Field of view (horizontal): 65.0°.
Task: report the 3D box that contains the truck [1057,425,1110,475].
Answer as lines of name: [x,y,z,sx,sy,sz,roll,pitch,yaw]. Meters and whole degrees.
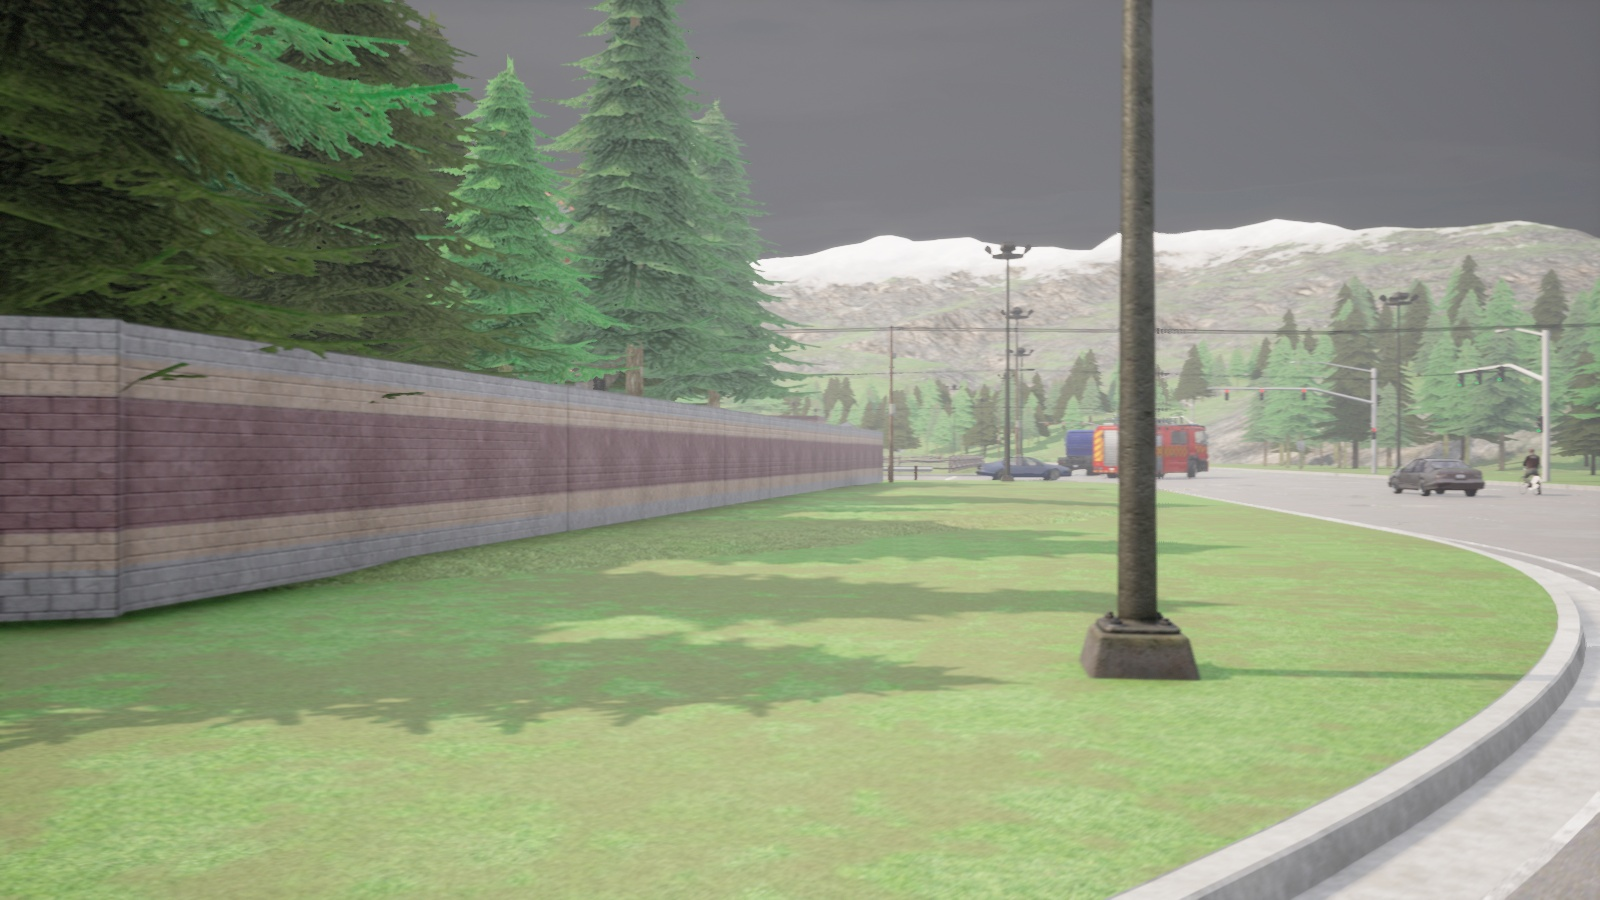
truck: [20.838,0.036,91.991,2.891,3.462,7.936,-1,0,19]

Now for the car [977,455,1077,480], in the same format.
car: [13.046,1.014,72.395,5.357,1.411,2.033,0,0,-2]

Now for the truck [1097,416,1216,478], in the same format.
truck: [23.017,-0.197,80.762,8.468,3.827,2.891,0,0,-38]

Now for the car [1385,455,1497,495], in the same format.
car: [23.706,0.890,46.687,2.033,1.411,5.357,0,0,8]

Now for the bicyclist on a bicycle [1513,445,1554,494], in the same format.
bicyclist on a bicycle: [27.236,0.703,46.676,0.659,1.776,1.843,0,0,8]
